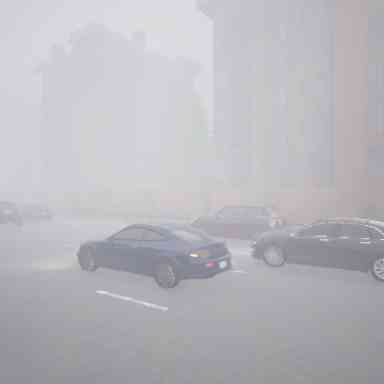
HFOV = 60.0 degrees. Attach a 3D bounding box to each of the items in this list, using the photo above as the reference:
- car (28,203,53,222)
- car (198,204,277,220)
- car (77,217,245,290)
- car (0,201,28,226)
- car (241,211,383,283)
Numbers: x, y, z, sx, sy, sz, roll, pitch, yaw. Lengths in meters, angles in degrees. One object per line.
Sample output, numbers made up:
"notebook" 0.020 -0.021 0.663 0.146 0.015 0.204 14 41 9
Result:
"car" -12.725 1.565 25.966 4.181 1.385 1.994 0 0 35
"car" 2.075 1.351 15.409 4.553 1.767 2.097 0 0 35
"car" -1.142 1.526 9.105 4.674 1.442 1.812 0 0 35
"car" -13.226 1.353 22.025 4.553 1.767 2.097 0 0 35
"car" 4.122 1.505 9.650 4.892 1.490 1.837 0 0 35
